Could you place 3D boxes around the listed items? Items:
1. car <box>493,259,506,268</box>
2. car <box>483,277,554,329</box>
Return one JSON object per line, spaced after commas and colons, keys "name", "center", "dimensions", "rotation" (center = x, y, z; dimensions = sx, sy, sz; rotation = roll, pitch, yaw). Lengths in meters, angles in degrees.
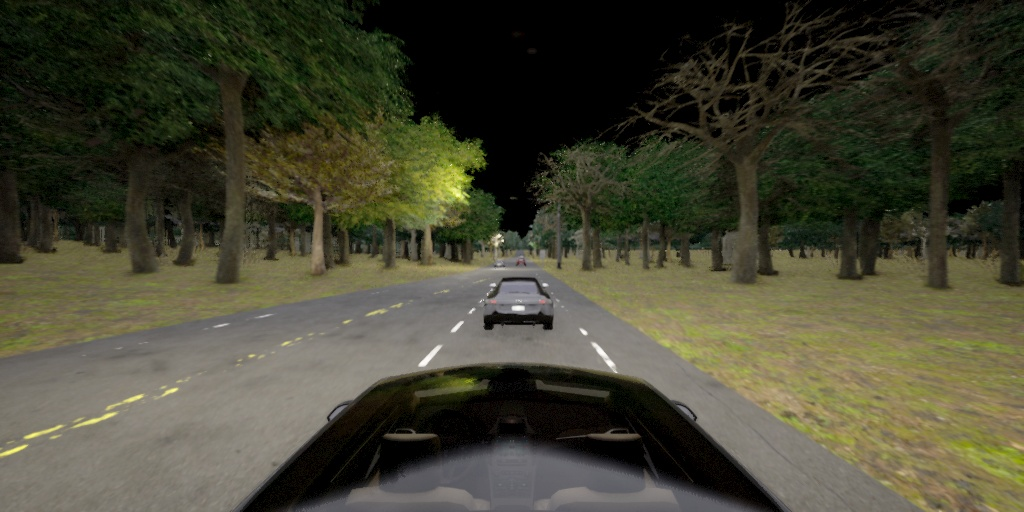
{"name": "car", "center": [-2.010, 1.233, 59.313], "dimensions": [2.128, 1.511, 4.902], "rotation": [0, 0, 2]}
{"name": "car", "center": [0.216, 1.344, 11.404], "dimensions": [1.994, 1.385, 4.181], "rotation": [0, 0, 2]}
